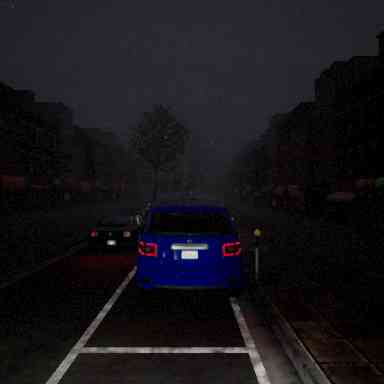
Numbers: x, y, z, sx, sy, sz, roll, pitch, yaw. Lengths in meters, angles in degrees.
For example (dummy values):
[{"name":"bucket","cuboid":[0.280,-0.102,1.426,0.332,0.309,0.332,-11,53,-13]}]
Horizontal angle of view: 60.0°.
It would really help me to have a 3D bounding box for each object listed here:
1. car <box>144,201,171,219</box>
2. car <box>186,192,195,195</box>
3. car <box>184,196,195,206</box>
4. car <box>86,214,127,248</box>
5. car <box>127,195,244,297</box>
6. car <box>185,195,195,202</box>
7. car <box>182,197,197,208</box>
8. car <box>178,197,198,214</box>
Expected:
[{"name":"car","cuboid":[-3.021,1.526,29.642,1.994,1.385,4.181,0,0,0]},{"name":"car","cuboid":[-0.372,1.227,40.518,2.192,1.841,5.009,1,0,0]},{"name":"car","cuboid":[-0.374,1.388,51.772,1.752,1.417,4.829,1,0,0]},{"name":"car","cuboid":[-3.020,1.606,14.673,1.895,1.301,4.718,0,0,0]},{"name":"car","cuboid":[-0.039,1.224,8.678,2.150,2.045,5.566,0,0,0]},{"name":"car","cuboid":[-0.373,1.329,68.226,2.008,1.369,4.403,1,0,0]},{"name":"car","cuboid":[-0.375,1.454,46.060,1.947,1.339,4.313,1,0,0]},{"name":"car","cuboid":[-0.374,1.374,34.977,1.967,1.590,4.097,1,0,0]}]
